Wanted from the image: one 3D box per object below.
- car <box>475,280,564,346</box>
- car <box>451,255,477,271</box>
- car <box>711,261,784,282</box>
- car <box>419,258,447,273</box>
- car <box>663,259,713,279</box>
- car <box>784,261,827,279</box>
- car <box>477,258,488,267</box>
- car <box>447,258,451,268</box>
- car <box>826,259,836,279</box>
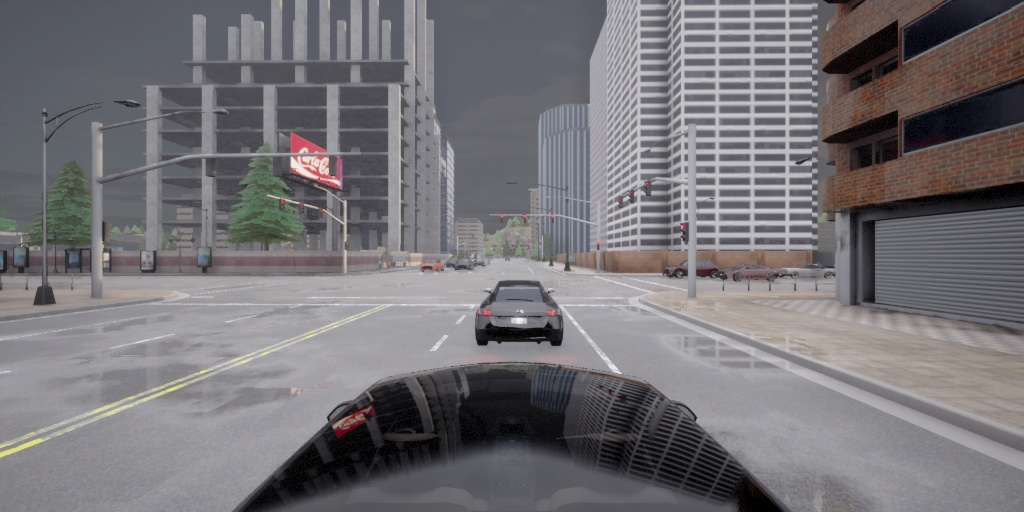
[{"bbox_3d":[0.193,1.314,9.444,1.994,1.385,4.181,0,0,1],"label":"car"},{"bbox_3d":[-6.294,1.102,47.539,2.097,1.767,4.553,0,0,1],"label":"car"},{"bbox_3d":[18.807,1.314,28.809,4.181,1.385,1.994,0,0,1],"label":"car"},{"bbox_3d":[-9.857,1.102,44.142,2.097,1.767,4.553,0,0,1],"label":"car"},{"bbox_3d":[16.083,1.102,32.345,4.553,1.767,2.097,0,0,1],"label":"car"},{"bbox_3d":[26.297,1.351,32.206,4.718,1.301,1.895,0,0,1],"label":"car"},{"bbox_3d":[-5.940,1.227,64.801,1.882,1.535,5.008,0,0,1],"label":"car"},{"bbox_3d":[-9.577,1.101,58.621,2.097,1.767,4.553,0,0,1],"label":"car"},{"bbox_3d":[28.693,1.227,28.667,5.008,1.535,1.882,0,0,1],"label":"car"}]
